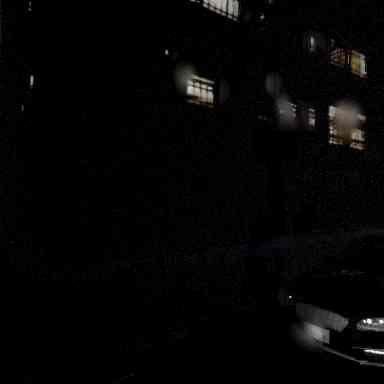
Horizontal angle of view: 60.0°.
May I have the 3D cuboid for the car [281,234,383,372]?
[{"bbox_3d":[3.553,1.500,5.603,4.902,1.511,2.128,0,0,-35],"label":"car"}]
